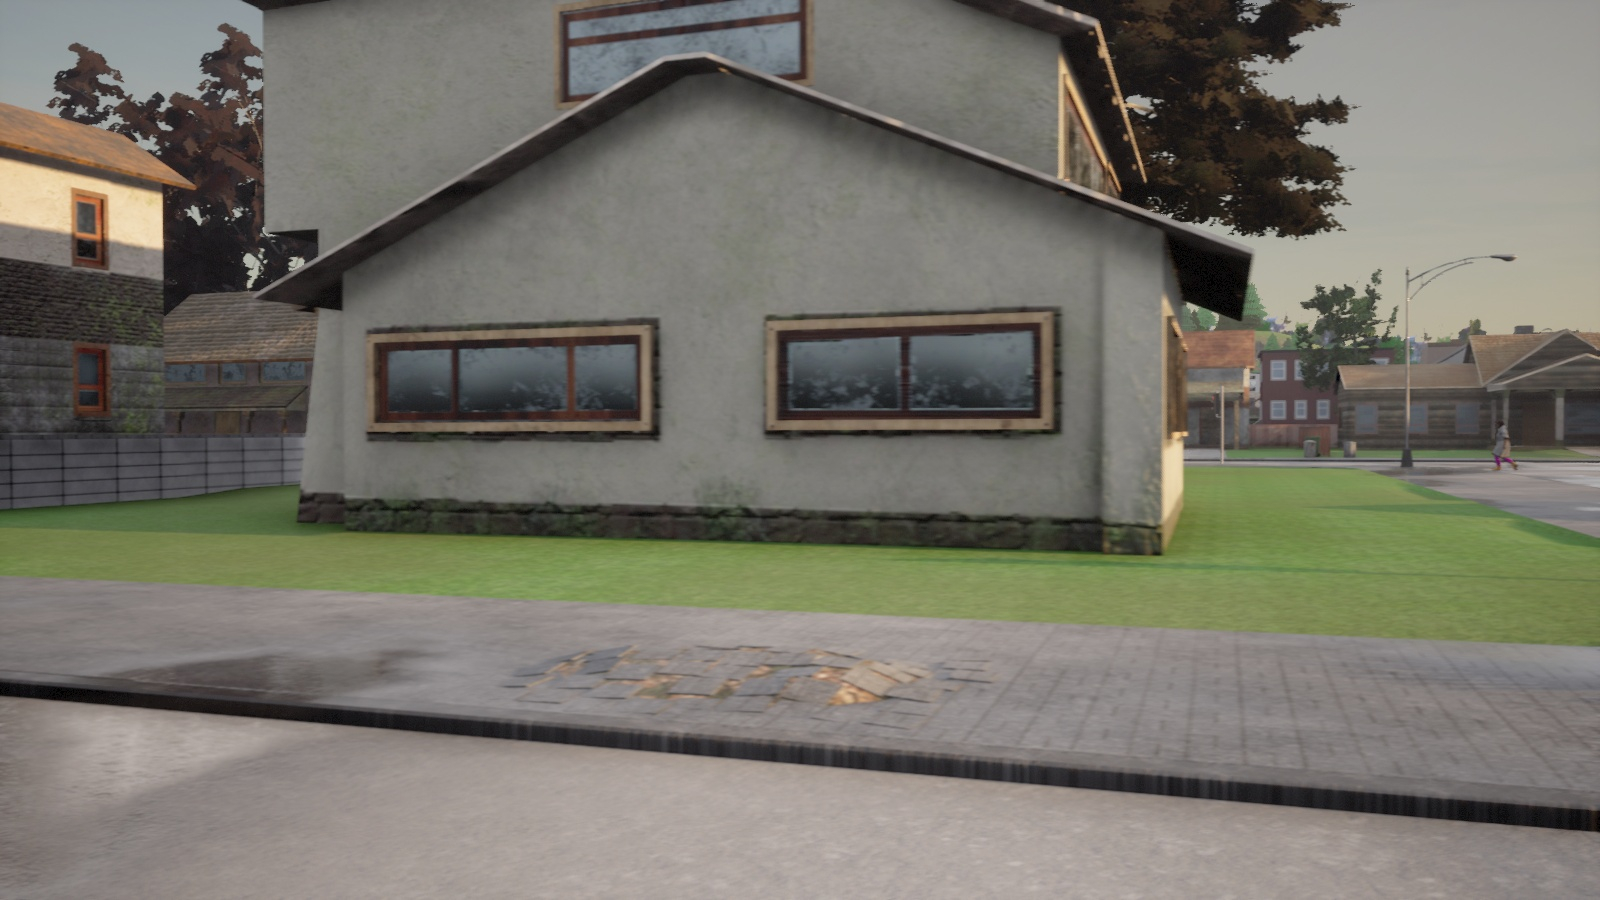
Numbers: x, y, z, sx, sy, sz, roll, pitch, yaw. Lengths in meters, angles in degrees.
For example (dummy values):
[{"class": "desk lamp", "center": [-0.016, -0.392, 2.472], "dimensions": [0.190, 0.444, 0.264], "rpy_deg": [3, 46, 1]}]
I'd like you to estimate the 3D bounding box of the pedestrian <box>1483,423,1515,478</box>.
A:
[{"class": "pedestrian", "center": [25.175, -0.002, 45.220], "dimensions": [0.873, 1.952, 0.659], "rpy_deg": [1, 1, 38]}]
